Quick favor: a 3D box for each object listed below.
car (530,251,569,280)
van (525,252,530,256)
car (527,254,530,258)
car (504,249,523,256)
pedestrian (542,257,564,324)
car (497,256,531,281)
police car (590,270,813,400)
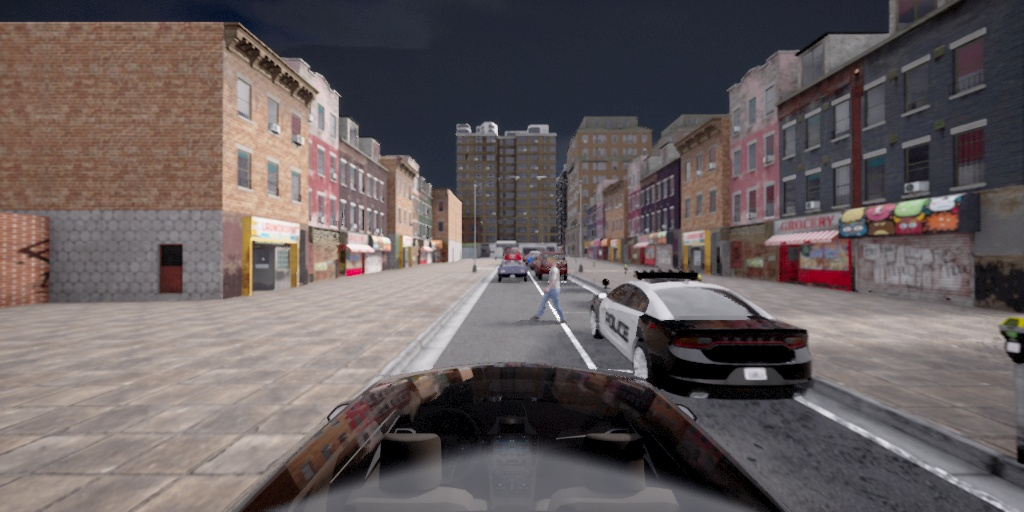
[{"bbox_3d":[2.662,0.615,24.881,2.192,1.841,5.009,0,0,0],"label":"car"},{"bbox_3d":[2.677,0.358,41.192,1.690,1.789,3.998,0,0,0],"label":"van"},{"bbox_3d":[2.672,0.690,35.755,1.802,1.307,4.207,0,0,0],"label":"car"},{"bbox_3d":[0.109,0.163,45.528,2.150,2.045,5.566,0,1,0],"label":"car"},{"bbox_3d":[1.090,0.883,9.665,0.375,1.860,0.375,1,0,0],"label":"pedestrian"},{"bbox_3d":[0.057,0.916,24.086,1.895,1.301,4.718,0,1,1],"label":"car"},{"bbox_3d":[2.755,1.075,6.635,1.930,1.638,5.238,0,1,0],"label":"police car"}]
